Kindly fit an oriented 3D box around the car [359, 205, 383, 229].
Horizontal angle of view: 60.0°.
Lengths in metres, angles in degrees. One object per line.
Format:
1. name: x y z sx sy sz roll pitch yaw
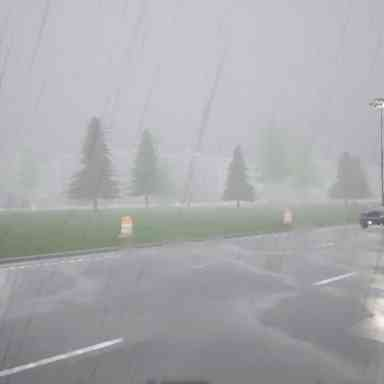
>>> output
1. car: 13.108 1.668 22.316 4.892 1.490 1.837 0 -1 -36
